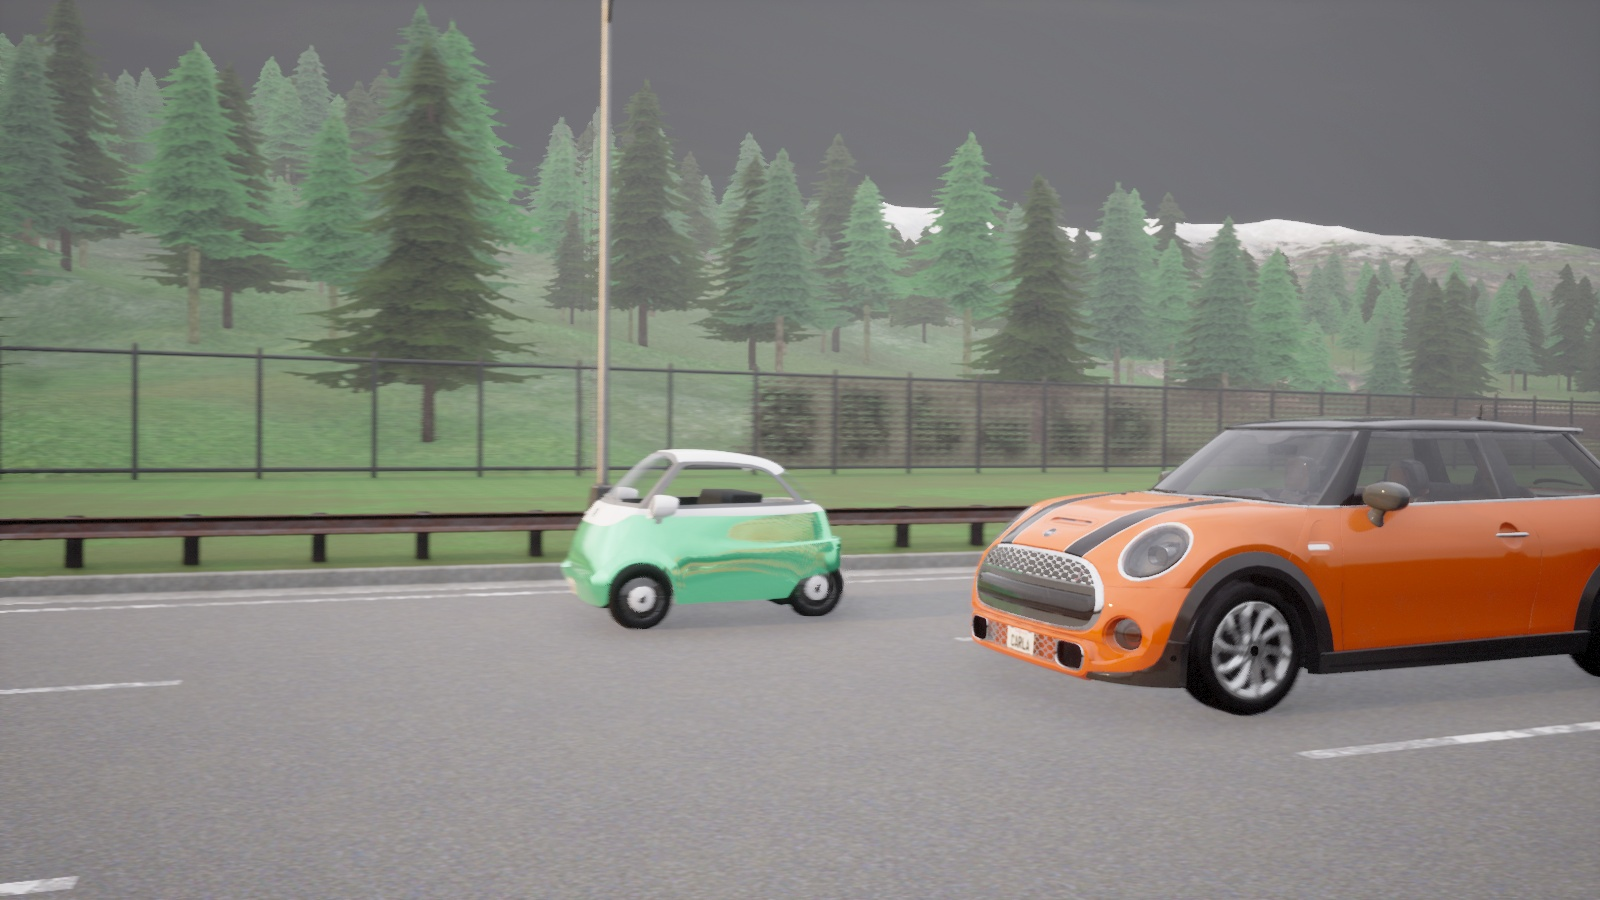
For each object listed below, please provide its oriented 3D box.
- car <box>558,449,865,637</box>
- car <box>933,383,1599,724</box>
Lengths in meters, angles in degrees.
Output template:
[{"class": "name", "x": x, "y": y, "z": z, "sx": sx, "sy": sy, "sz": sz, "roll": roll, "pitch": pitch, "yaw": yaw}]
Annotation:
[{"class": "car", "x": -0.768, "y": 0.693, "z": 10.435, "sx": 2.207, "sy": 1.376, "sz": 1.481, "roll": 0, "pitch": 1, "yaw": -21}, {"class": "car", "x": 3.402, "y": 0.489, "z": 8.273, "sx": 4.553, "sy": 1.767, "sz": 2.097, "roll": -1, "pitch": 1, "yaw": -21}]
